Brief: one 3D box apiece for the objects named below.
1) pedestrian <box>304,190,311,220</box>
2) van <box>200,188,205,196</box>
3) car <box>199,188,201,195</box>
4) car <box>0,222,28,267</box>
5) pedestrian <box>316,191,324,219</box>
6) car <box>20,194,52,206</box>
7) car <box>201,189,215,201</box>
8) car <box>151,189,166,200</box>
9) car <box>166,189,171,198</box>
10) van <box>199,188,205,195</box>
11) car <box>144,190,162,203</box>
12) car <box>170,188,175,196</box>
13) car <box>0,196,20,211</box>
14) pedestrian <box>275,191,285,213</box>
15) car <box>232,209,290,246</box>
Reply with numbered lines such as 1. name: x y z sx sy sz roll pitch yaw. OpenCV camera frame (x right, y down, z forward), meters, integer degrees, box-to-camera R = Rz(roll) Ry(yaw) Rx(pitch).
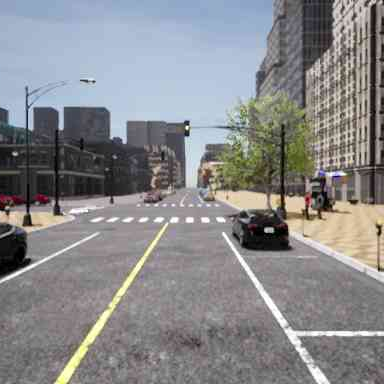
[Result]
1. pedestrian: 7.142 0.803 20.645 0.375 1.860 0.375 0 1 0
2. van: 2.713 0.383 57.254 1.690 1.788 3.998 0 1 0
3. car: 2.716 0.408 68.358 2.008 1.369 4.403 0 1 0
4. car: -5.684 1.427 8.147 1.947 1.339 4.313 0 1 0
5. pedestrian: 8.143 0.811 21.245 0.375 1.860 0.375 0 1 0
6. car: -17.257 0.778 35.162 4.507 1.381 1.887 1 0 -1
7. car: 2.711 0.657 51.876 1.752 1.417 4.829 0 1 0
8. car: -5.669 0.448 51.703 2.192 1.841 5.009 0 1 0
9. car: -5.666 0.499 62.808 2.008 1.369 4.403 0 1 0
10. van: 2.725 -0.171 90.555 1.690 1.788 3.998 0 1 0
11. car: -5.672 0.808 46.157 1.802 1.307 4.206 0 1 0
12. car: -5.661 0.200 79.288 1.752 1.417 4.829 0 1 0
13. car: -17.139 0.647 26.784 5.009 1.841 2.192 1 0 -1
14. pedestrian: 5.728 0.775 21.845 0.375 1.860 0.375 0 1 0
15. car: 2.698 1.335 13.683 1.947 1.339 4.313 0 1 0
